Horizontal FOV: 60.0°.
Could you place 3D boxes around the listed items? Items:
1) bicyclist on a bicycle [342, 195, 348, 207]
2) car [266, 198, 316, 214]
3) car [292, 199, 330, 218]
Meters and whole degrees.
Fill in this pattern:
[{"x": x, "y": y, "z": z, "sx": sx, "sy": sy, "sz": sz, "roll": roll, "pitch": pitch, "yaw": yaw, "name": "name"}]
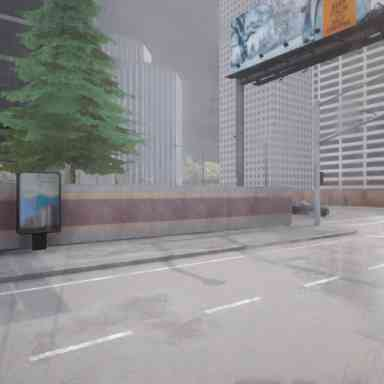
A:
[{"x": 21.291, "y": 1.298, "z": 46.319, "sx": 1.656, "sy": 1.620, "sz": 0.582, "roll": 0, "pitch": 0, "yaw": -35, "name": "bicyclist on a bicycle"}, {"x": 10.694, "y": 1.490, "z": 36.219, "sx": 2.128, "sy": 1.511, "sz": 4.902, "roll": 0, "pitch": 0, "yaw": -35, "name": "car"}, {"x": 10.221, "y": 1.476, "z": 30.826, "sx": 1.882, "sy": 1.535, "sz": 5.008, "roll": 0, "pitch": 0, "yaw": -35, "name": "car"}]
